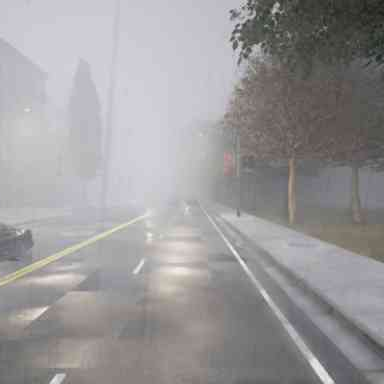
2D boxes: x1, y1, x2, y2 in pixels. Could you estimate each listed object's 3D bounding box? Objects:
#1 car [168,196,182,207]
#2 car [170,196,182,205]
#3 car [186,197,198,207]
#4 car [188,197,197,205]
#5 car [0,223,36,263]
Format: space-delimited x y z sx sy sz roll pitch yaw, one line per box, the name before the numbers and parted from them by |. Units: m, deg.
car | -3.210 1.832 58.543 1.837 1.490 4.892 0 0 0
car | -3.204 1.653 67.686 2.097 1.767 4.553 0 0 0
car | 0.040 1.679 58.927 2.097 1.767 4.553 0 0 0
car | 0.046 1.824 67.714 1.812 1.442 4.674 0 0 0
car | -6.561 1.601 9.639 2.033 1.411 5.357 0 0 0
